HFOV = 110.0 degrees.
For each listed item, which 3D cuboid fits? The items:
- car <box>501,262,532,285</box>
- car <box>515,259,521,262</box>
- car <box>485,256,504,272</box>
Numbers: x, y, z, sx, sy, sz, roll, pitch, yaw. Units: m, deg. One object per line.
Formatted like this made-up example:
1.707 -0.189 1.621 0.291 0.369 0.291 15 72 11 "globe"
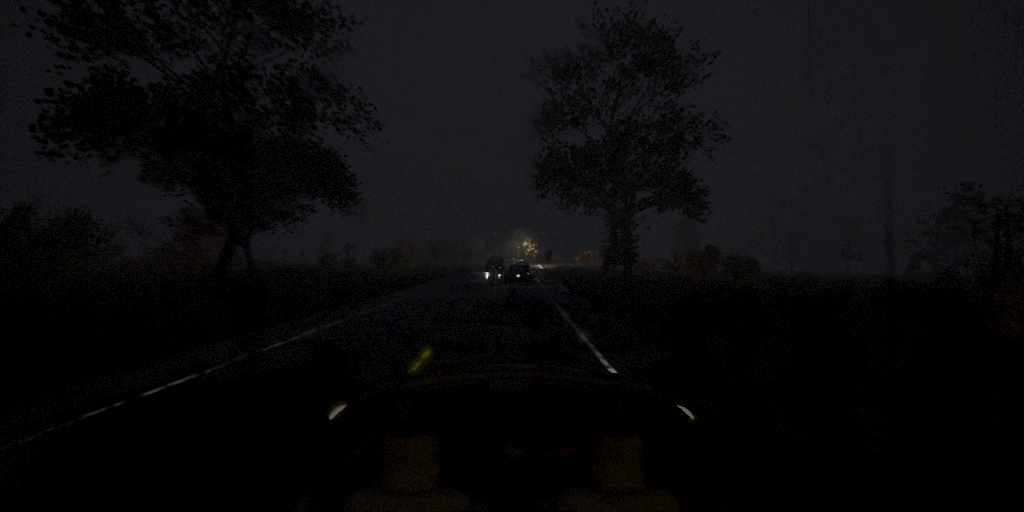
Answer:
0.486 1.339 26.660 1.994 1.385 4.181 0 0 2 "car"
1.222 1.416 44.480 1.895 1.301 4.718 0 0 3 "car"
-2.243 1.026 48.150 2.150 2.045 5.566 0 0 4 "car"
